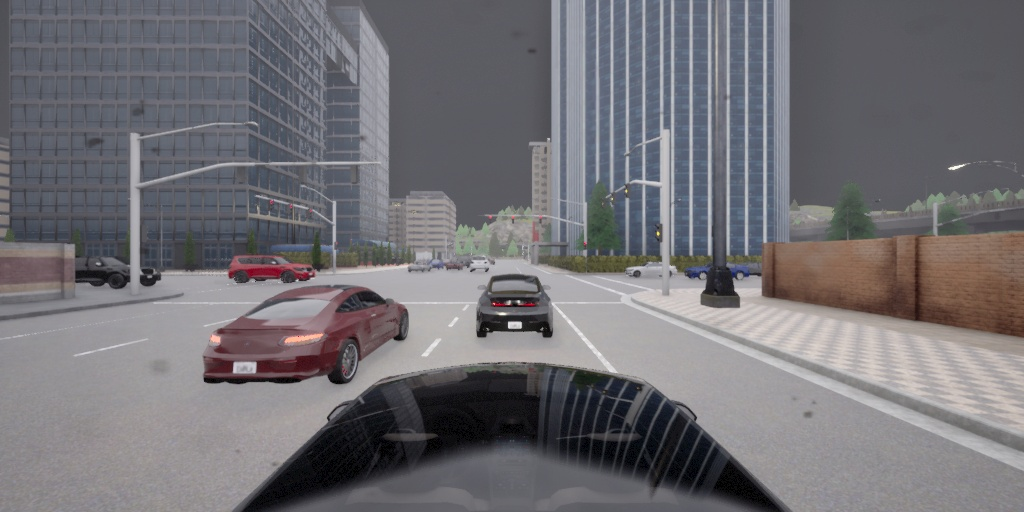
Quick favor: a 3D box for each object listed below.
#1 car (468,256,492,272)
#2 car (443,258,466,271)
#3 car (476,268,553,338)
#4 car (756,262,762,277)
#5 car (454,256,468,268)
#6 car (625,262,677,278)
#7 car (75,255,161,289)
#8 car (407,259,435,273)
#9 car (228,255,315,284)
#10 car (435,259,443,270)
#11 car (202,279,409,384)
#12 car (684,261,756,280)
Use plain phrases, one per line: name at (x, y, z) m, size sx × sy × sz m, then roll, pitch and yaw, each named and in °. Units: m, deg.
car at (-4.105, 0.963, 46.244) m, size 2.150 × 2.045 × 5.566 m, roll 0°, pitch 0°, yaw -2°
car at (-7.913, 1.342, 49.609) m, size 1.895 × 1.301 × 4.718 m, roll 0°, pitch 0°, yaw -1°
car at (0.064, 1.253, 10.192) m, size 1.837 × 1.490 × 4.892 m, roll 0°, pitch 0°, yaw 0°
car at (22.613, 1.291, 33.786) m, size 5.357 × 1.411 × 2.033 m, roll 0°, pitch 0°, yaw -1°
car at (-8.051, 0.960, 59.402) m, size 2.150 × 2.045 × 5.566 m, roll 0°, pitch 0°, yaw -1°
car at (13.026, 1.269, 33.681) m, size 4.674 × 1.442 × 1.812 m, roll 0°, pitch 0°, yaw 1°
car at (-25.666, 0.968, 22.641) m, size 5.566 × 2.045 × 2.150 m, roll 0°, pitch 0°, yaw -1°
car at (-11.396, 1.343, 44.402) m, size 1.895 × 1.301 × 4.718 m, roll 0°, pitch 0°, yaw 1°
car at (-17.511, 0.967, 26.218) m, size 5.566 × 2.045 × 2.150 m, roll 0°, pitch 0°, yaw -1°
car at (-11.474, 1.218, 53.794) m, size 1.882 × 1.535 × 5.008 m, roll 0°, pitch 0°, yaw -1°
car at (-3.438, 1.275, 6.926) m, size 1.812 × 1.442 × 4.674 m, roll 0°, pitch 0°, yaw 0°
car at (17.209, 1.222, 30.237) m, size 5.008 × 1.535 × 1.882 m, roll 0°, pitch 0°, yaw -1°
